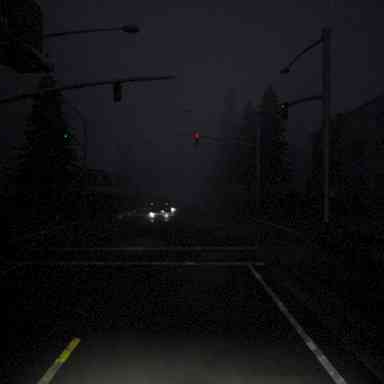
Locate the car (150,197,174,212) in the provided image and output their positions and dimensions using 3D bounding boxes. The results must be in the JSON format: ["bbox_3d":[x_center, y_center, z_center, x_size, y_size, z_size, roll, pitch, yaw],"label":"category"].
[{"bbox_3d":[-3.569,1.316,38.279,2.097,1.767,4.553,0,0,0],"label":"car"}]
